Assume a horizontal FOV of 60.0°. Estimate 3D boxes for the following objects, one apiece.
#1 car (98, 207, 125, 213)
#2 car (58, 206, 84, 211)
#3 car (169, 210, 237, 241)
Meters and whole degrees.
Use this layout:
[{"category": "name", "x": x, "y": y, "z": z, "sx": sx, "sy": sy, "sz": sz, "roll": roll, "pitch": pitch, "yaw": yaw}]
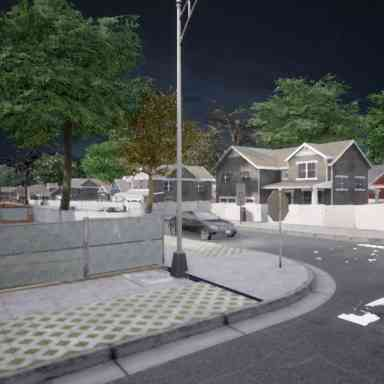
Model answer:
[{"category": "car", "x": -6.879, "y": 2.005, "z": 28.553, "sx": 1.994, "sy": 1.385, "sz": 4.181, "roll": 0, "pitch": -1, "yaw": -35}, {"category": "car", "x": -13.934, "y": 2.232, "z": 38.285, "sx": 1.895, "sy": 1.301, "sz": 4.718, "roll": 0, "pitch": -1, "yaw": -36}, {"category": "car", "x": 0.440, "y": 1.762, "z": 18.480, "sx": 1.812, "sy": 1.442, "sz": 4.674, "roll": 0, "pitch": -1, "yaw": -36}]
